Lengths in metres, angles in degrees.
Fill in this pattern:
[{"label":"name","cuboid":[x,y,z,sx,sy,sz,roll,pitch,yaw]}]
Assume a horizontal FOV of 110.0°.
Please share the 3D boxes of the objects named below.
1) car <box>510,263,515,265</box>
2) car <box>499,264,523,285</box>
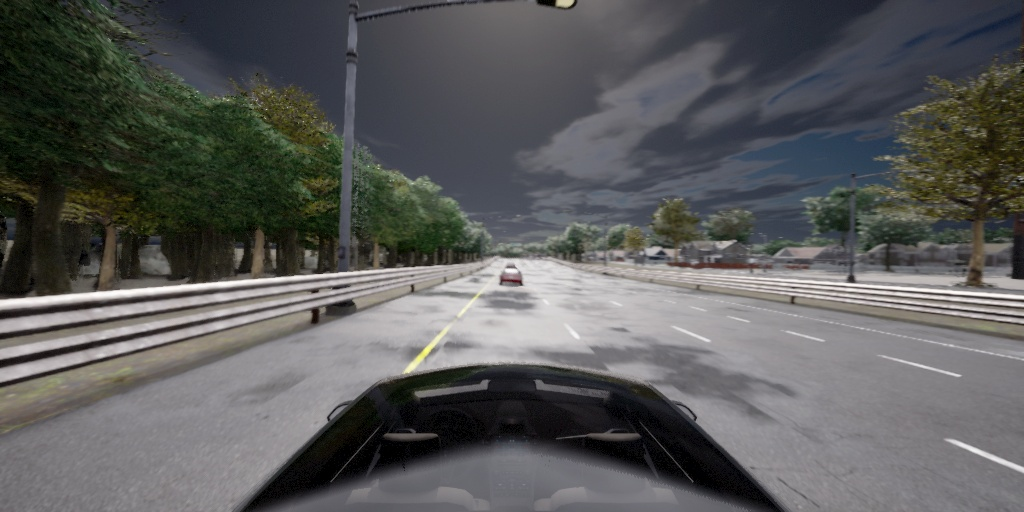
[{"label":"car","cuboid":[-0.291,1.928,64.856,1.882,1.535,5.008,2,0,0]},{"label":"car","cuboid":[-0.074,1.700,31.044,1.994,1.385,4.181,2,-1,0]}]
